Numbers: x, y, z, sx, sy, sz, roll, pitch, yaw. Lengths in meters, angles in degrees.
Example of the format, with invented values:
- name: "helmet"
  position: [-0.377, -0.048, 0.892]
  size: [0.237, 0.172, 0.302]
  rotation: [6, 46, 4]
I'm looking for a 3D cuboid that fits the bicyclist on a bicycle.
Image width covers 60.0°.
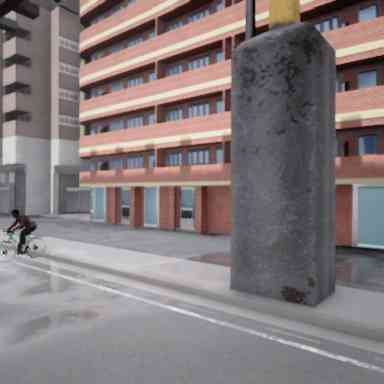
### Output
- name: "bicyclist on a bicycle"
  position: [-5.432, 1.370, 10.554]
  size: [0.582, 1.620, 1.656]
  rotation: [0, 1, 38]
